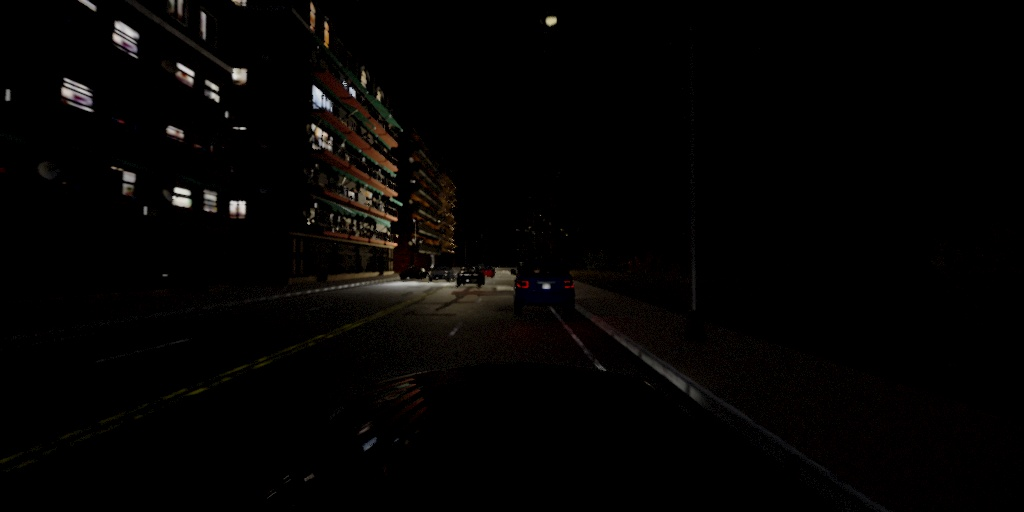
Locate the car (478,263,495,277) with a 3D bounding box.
[{"bbox_3d":[-3.132,1.876,43.819,1.994,1.385,4.181,0,-1,0],"label":"car"}]

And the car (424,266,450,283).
[{"bbox_3d":[-6.588,1.706,33.898,1.812,1.442,4.674,0,-1,0],"label":"car"}]

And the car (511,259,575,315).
[{"bbox_3d":[1.143,1.148,14.578,2.150,2.045,5.566,0,-1,0],"label":"car"}]

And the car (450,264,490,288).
[{"bbox_3d":[-3.139,1.590,27.884,2.128,1.511,4.902,0,-1,0],"label":"car"}]

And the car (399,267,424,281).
[{"bbox_3d":[-9.837,1.812,36.212,1.895,1.301,4.718,0,-1,0],"label":"car"}]
